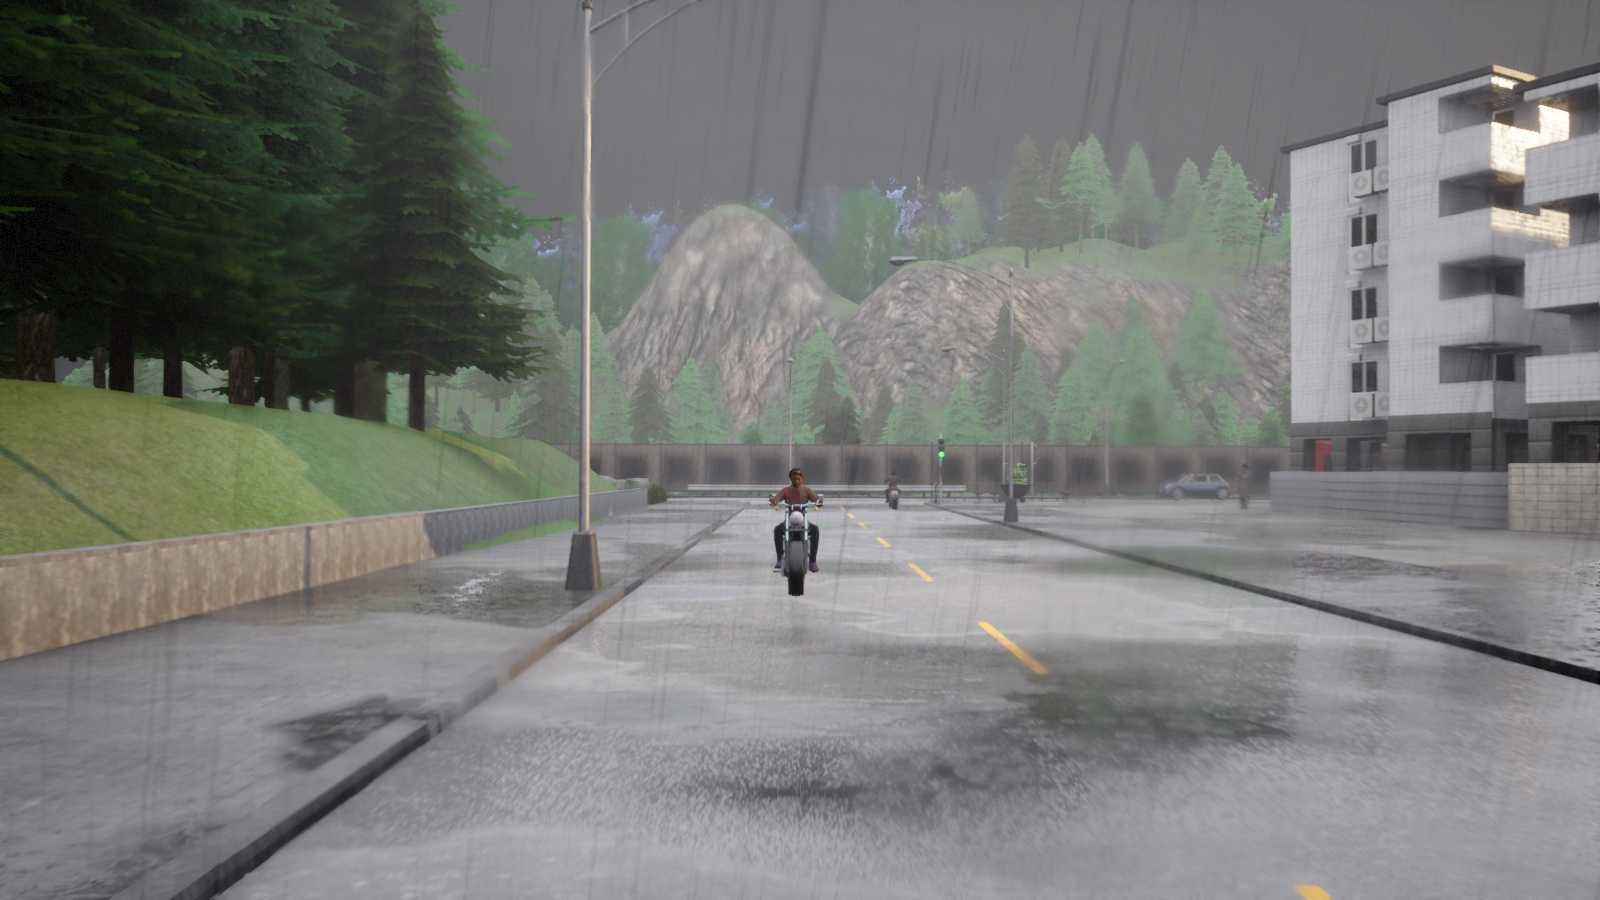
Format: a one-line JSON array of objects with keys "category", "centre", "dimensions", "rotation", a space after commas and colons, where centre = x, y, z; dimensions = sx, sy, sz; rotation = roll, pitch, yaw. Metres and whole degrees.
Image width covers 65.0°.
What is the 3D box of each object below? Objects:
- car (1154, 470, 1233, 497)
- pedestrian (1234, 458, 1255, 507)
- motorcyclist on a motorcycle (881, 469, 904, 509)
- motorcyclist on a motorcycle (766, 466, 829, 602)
[{"category": "car", "centre": [22.208, 1.878, 70.922], "dimensions": [3.806, 1.475, 1.970], "rotation": [0, -1, 0]}, {"category": "pedestrian", "centre": [17.818, 1.296, 50.335], "dimensions": [0.659, 1.952, 0.873], "rotation": [0, -1, 12]}, {"category": "motorcyclist on a motorcycle", "centre": [3.879, 1.630, 52.580], "dimensions": [0.766, 1.649, 2.350], "rotation": [0, -1, 0]}, {"category": "motorcyclist on a motorcycle", "centre": [-0.038, 1.042, 16.529], "dimensions": [0.766, 1.649, 2.350], "rotation": [0, -1, 0]}]
